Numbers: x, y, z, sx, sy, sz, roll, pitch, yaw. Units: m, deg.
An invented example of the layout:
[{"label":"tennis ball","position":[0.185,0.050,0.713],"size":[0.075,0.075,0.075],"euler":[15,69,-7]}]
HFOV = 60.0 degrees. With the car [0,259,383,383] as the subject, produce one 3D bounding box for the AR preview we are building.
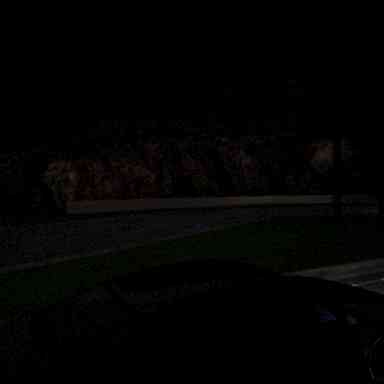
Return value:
[{"label":"car","position":[0.281,1.523,3.681],"size":[5.357,1.411,2.033],"euler":[-1,0,-30]}]
